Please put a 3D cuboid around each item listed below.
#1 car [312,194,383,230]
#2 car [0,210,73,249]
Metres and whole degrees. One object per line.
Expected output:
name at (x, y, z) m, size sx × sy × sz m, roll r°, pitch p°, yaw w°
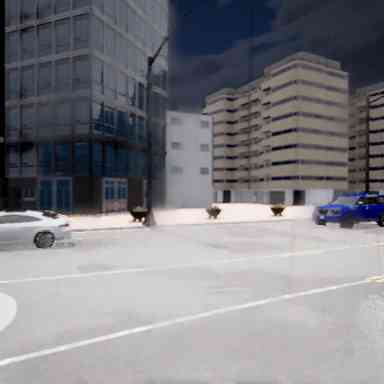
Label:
car at (10.215, 1.164, 21.042) m, size 5.566 × 2.045 × 2.150 m, roll 0°, pitch 0°, yaw -26°
car at (-7.123, 1.455, 12.983) m, size 4.674 × 1.442 × 1.812 m, roll 0°, pitch 0°, yaw -21°
